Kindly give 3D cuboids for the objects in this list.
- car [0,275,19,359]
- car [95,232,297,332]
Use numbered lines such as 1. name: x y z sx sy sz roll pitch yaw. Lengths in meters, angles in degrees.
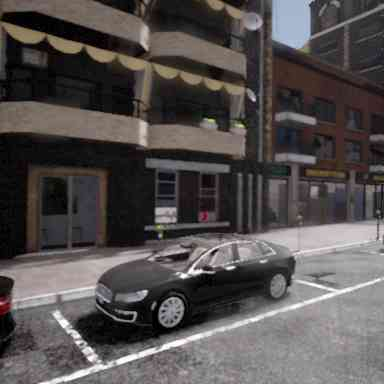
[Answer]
1. car: -4.244 1.566 3.519 4.313 1.339 1.947 0 1 -35
2. car: 0.290 1.554 6.753 4.403 1.369 2.008 0 1 -35
